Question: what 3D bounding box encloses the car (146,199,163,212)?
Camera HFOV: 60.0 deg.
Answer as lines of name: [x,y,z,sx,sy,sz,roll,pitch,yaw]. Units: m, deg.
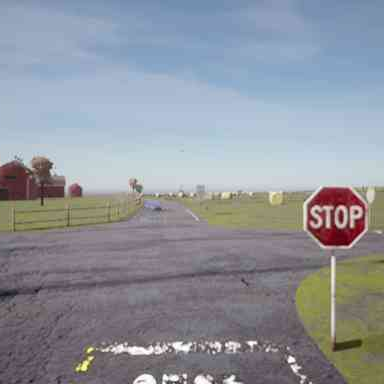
car: [-4.560,1.612,40.000,1.812,1.442,4.674,0,0,-5]
